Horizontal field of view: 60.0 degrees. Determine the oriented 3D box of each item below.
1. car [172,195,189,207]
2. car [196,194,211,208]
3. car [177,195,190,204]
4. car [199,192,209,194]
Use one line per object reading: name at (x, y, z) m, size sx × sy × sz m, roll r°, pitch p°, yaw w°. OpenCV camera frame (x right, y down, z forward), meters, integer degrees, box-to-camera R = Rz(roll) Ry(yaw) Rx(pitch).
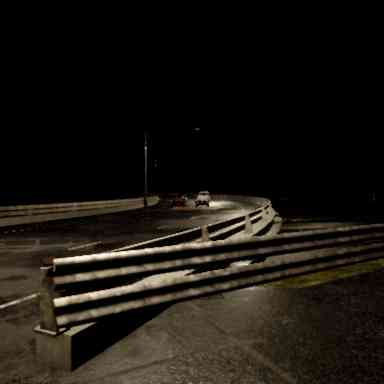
car at (-1.761, 1.321, 48.814) m, size 1.837 × 1.490 × 4.892 m, roll 0°, pitch 0°, yaw 4°
car at (1.515, 1.367, 45.655) m, size 2.033 × 1.411 × 5.357 m, roll 0°, pitch 0°, yaw 5°
car at (-1.513, 1.268, 58.805) m, size 2.128 × 1.511 × 4.902 m, roll 0°, pitch 0°, yaw -4°
car at (1.995, 0.995, 57.112) m, size 2.150 × 2.045 × 5.566 m, roll 0°, pitch 0°, yaw -1°
